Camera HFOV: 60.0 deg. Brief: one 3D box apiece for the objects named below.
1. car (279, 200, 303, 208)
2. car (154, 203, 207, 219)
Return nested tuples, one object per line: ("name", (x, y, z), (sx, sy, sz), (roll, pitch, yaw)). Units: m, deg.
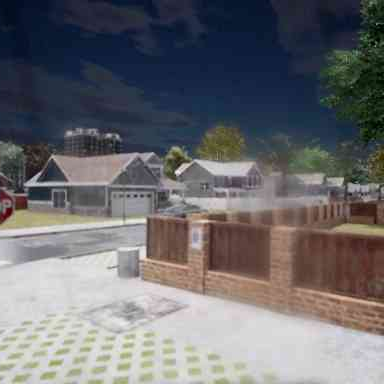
("car", (12.551, 1.729, 41.941), (1.837, 1.490, 4.892), (0, -1, 37))
("car", (-0.724, 1.579, 23.780), (1.837, 1.490, 4.892), (0, 0, 36))
